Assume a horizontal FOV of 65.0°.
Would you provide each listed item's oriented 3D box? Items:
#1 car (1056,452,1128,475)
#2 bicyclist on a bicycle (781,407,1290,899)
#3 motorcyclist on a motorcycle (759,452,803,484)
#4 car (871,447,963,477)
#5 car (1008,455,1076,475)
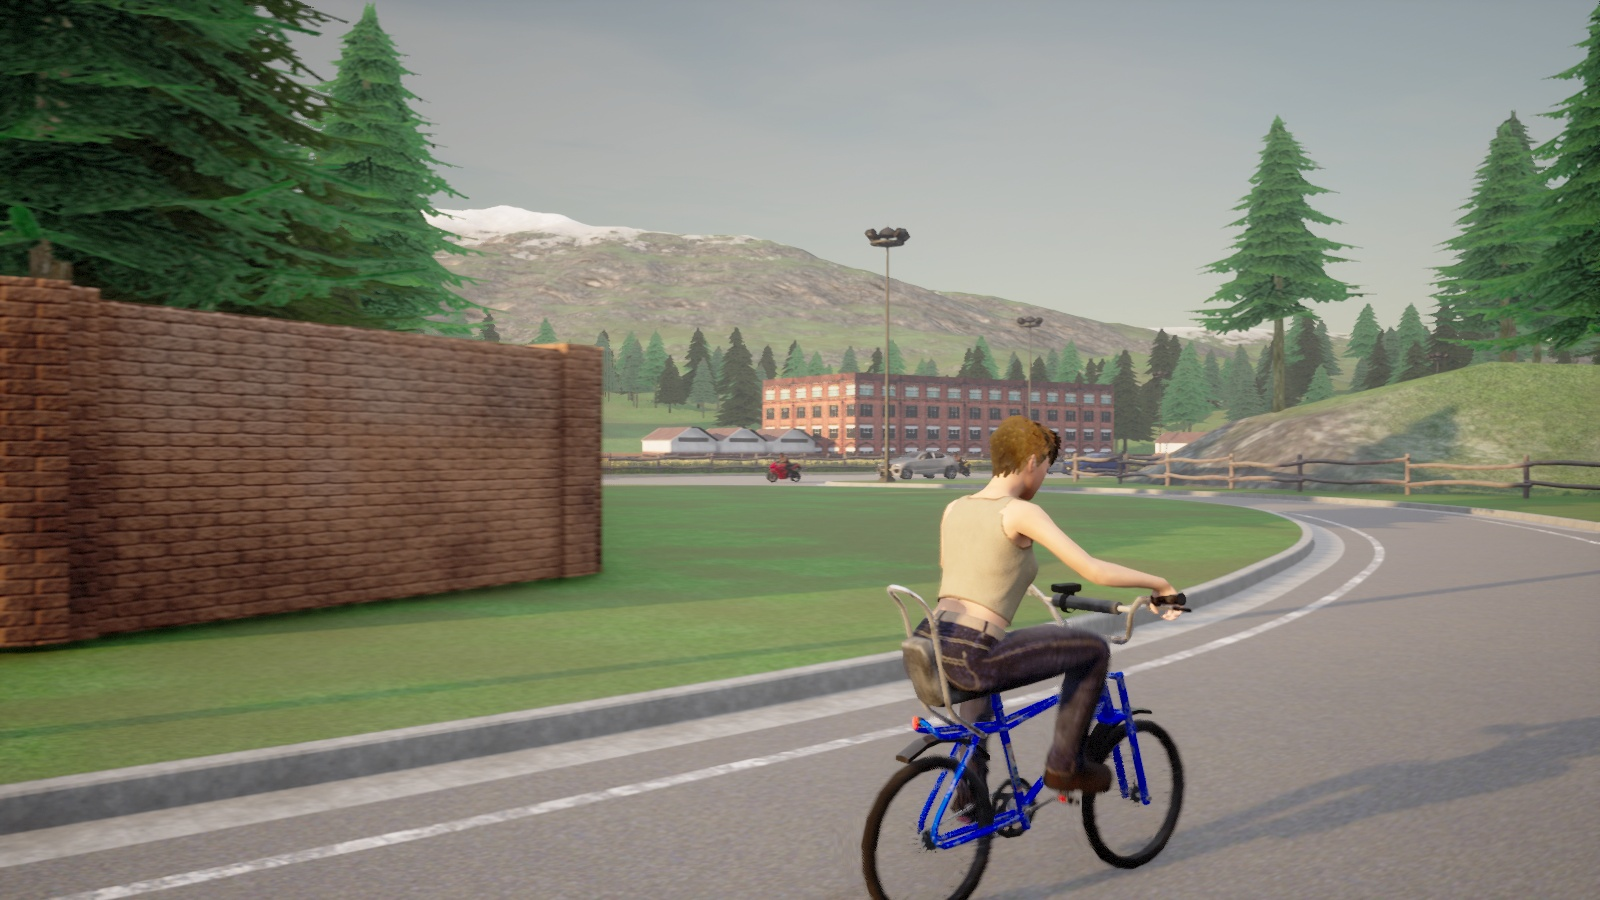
[{"bbox_3d":[19.832,0.889,85.127,5.008,1.535,1.882,0,0,-34],"label":"car"},{"bbox_3d":[0.806,0.690,4.225,1.509,1.612,0.866,0,0,-35],"label":"bicyclist on a bicycle"},{"bbox_3d":[-0.939,0.882,62.250,2.044,1.523,0.797,0,0,-35],"label":"motorcyclist on a motorcycle"},{"bbox_3d":[6.695,0.685,71.804,5.027,1.651,2.152,0,0,-35],"label":"car"},{"bbox_3d":[16.837,1.024,87.314,4.718,1.301,1.895,0,0,-35],"label":"car"}]
